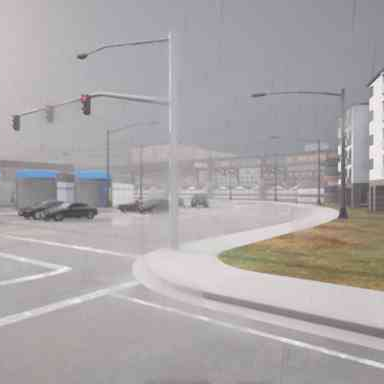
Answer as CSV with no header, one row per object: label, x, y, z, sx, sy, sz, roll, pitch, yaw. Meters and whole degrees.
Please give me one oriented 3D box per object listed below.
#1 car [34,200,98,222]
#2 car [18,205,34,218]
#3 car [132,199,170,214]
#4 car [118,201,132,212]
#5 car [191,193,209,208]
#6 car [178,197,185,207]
car,-9.720,1.514,26.640,1.812,1.442,4.674,0,0,36
car,-12.429,1.492,28.865,1.837,1.490,4.892,0,0,36
car,-3.850,1.492,35.366,1.837,1.490,4.892,0,0,29
car,-6.327,1.587,37.962,1.895,1.301,4.718,0,0,27
car,1.215,1.210,49.200,2.150,2.045,5.566,0,0,9
car,-2.324,1.489,49.422,1.837,1.490,4.892,0,0,10
